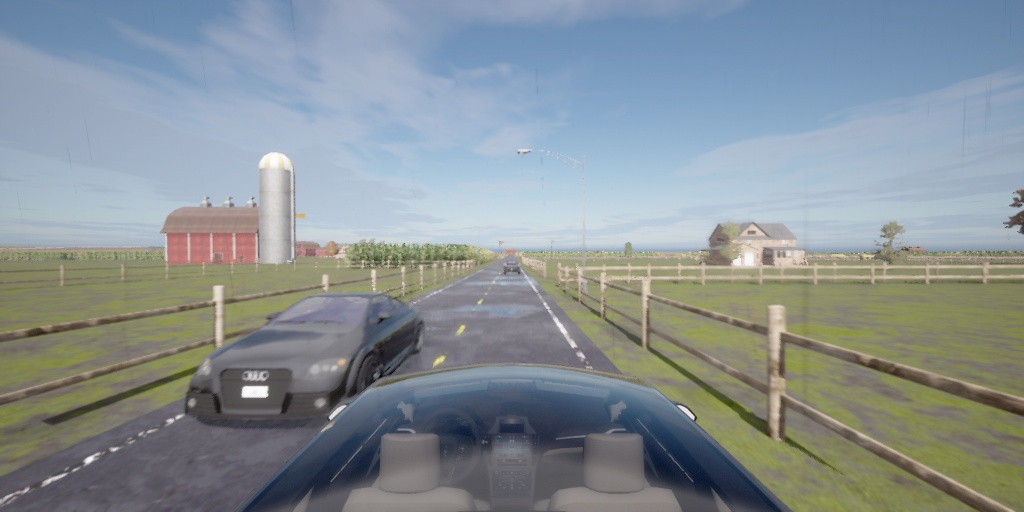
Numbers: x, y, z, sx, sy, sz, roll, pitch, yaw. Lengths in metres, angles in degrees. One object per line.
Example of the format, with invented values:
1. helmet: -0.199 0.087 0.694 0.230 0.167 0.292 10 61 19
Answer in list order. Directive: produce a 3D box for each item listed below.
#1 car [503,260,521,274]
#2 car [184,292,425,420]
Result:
1. car: 0.003 1.210 39.670 2.128 1.511 4.902 0 0 0
2. car: -2.829 1.312 5.948 1.994 1.385 4.181 0 0 0
